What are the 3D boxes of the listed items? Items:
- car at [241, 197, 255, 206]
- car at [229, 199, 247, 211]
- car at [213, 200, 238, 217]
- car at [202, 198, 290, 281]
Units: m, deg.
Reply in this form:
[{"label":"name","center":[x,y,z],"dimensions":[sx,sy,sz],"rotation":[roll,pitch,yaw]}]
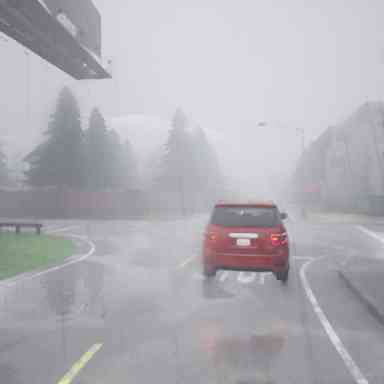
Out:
[{"label":"car","center":[9.632,1.632,57.189],"dimensions":[1.895,1.301,4.718],"rotation":[0,0,15]},{"label":"car","center":[5.978,1.623,42.823],"dimensions":[1.895,1.301,4.718],"rotation":[0,0,14]},{"label":"car","center":[3.320,1.540,32.257],"dimensions":[1.812,1.442,4.674],"rotation":[0,0,14]},{"label":"car","center":[1.708,1.229,10.191],"dimensions":[2.150,2.045,5.566],"rotation":[0,0,12]}]
